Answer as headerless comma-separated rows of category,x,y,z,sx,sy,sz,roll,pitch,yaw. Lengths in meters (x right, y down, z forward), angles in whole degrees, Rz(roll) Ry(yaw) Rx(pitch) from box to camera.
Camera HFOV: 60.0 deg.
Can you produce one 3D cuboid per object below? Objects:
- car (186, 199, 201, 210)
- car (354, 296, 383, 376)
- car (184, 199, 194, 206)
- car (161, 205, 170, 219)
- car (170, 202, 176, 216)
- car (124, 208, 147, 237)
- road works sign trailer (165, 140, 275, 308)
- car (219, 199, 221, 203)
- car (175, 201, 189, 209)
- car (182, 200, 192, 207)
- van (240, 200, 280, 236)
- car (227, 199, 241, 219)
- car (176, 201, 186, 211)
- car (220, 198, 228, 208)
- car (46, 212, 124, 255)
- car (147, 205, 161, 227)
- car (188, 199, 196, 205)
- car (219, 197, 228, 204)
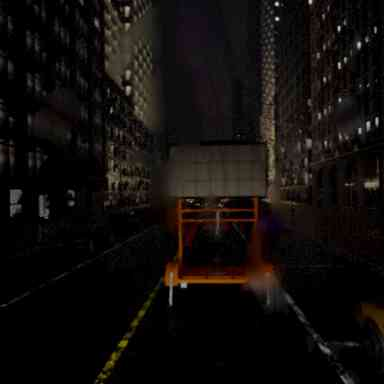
car,0.549,2.206,54.201,2.033,1.411,5.357,-1,-1,4
car,2.975,1.518,2.741,1.752,1.417,4.829,-1,-1,4
car,-0.719,2.393,76.836,1.967,1.590,4.097,-1,-1,4
car,-3.598,1.990,31.460,2.008,1.369,4.403,-1,-1,4
car,-3.236,2.086,37.131,1.802,1.307,4.206,-1,-1,4
car,-4.317,1.876,20.116,1.947,1.339,4.313,-1,-1,4
road works sign trailer,0.631,0.557,8.159,2.380,3.560,2.880,-1,-1,4
car,8.001,2.206,81.980,2.192,1.841,5.009,-1,-1,4
car,-1.797,2.311,59.819,2.008,1.369,4.403,-1,-1,4
car,-1.076,2.471,71.162,1.802,1.307,4.206,-1,-1,4
van,4.040,1.525,19.589,1.690,1.788,3.998,-1,-1,4
car,4.760,1.628,30.933,2.192,1.841,5.009,-1,-1,4
car,-2.517,2.183,48.475,2.008,1.369,4.403,-1,-1,4
car,6.566,2.185,59.289,2.008,1.369,4.403,-1,-1,4
car,-4.678,1.797,14.444,2.008,1.369,4.403,-1,-1,4
car,-3.957,1.920,25.788,1.887,1.381,4.507,-1,-1,4
car,-0.007,2.604,88.009,1.752,1.417,4.829,-1,-1,4
car,8.361,2.269,87.653,2.192,1.841,5.009,-1,-1,4
